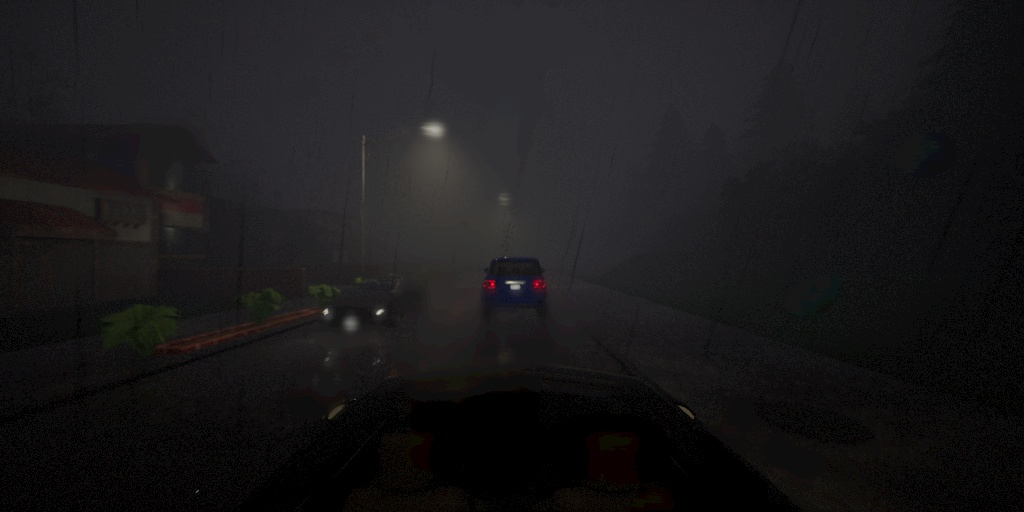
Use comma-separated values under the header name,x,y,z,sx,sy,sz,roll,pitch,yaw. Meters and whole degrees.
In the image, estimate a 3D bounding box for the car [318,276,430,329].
name,x,y,z,sx,sy,sz,roll,pitch,yaw
car,-4.098,1.361,11.779,2.033,1.411,5.357,0,0,0

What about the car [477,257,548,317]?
name,x,y,z,sx,sy,sz,roll,pitch,yaw
car,0.102,1.048,13.609,2.150,2.045,5.566,0,0,0
